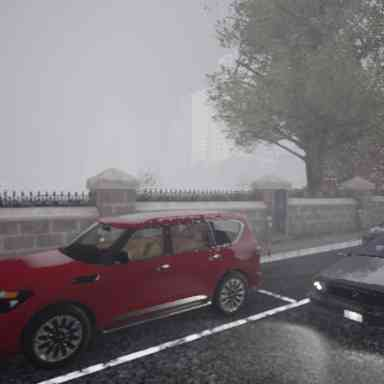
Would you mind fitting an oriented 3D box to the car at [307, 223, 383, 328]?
[{"bbox_3d":[4.642,1.506,6.686,5.357,1.411,2.033,0,0,-36],"label":"car"}]

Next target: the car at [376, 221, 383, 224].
[{"bbox_3d":[8.078,1.490,12.314,4.313,1.339,1.947,0,1,-36],"label":"car"}]

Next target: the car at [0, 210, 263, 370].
[{"bbox_3d":[-0.911,1.302,5.889,5.009,1.841,2.192,0,1,-36],"label":"car"}]
